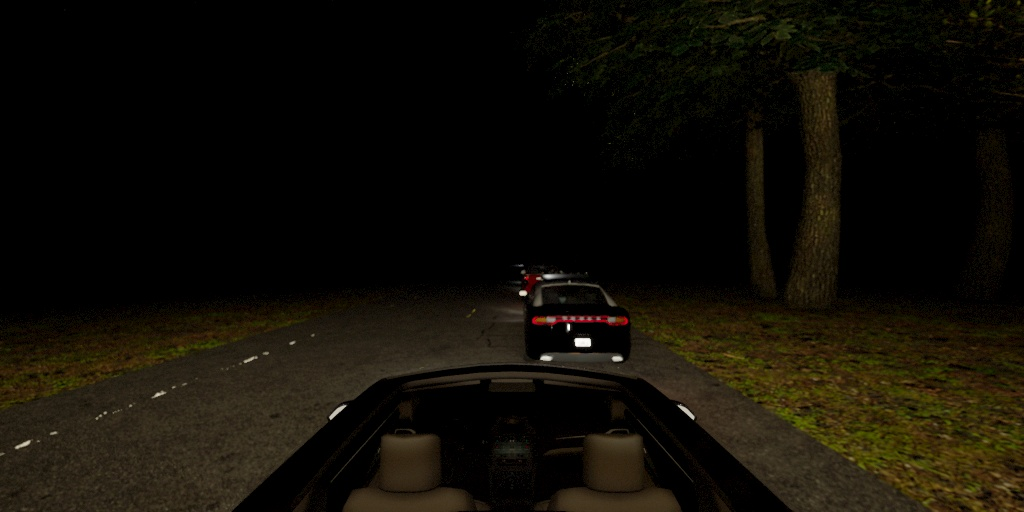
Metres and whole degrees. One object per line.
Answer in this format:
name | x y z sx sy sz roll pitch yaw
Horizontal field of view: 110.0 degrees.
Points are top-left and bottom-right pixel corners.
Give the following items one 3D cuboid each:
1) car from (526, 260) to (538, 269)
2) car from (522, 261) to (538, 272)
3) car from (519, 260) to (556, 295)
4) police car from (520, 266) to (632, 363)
car | 3.571 1.411 62.843 1.882 1.535 5.008 0 0 6
car | 2.564 1.449 50.734 2.033 1.411 5.357 0 0 5
car | 1.524 1.156 18.174 2.097 1.767 4.553 0 0 2
police car | 1.207 1.199 8.356 1.930 1.638 5.238 0 0 1
